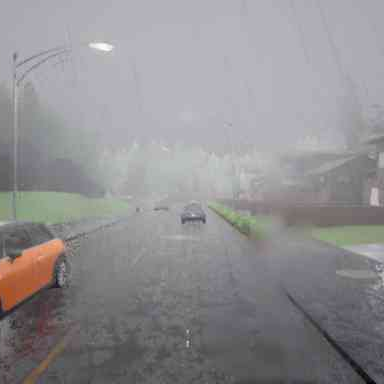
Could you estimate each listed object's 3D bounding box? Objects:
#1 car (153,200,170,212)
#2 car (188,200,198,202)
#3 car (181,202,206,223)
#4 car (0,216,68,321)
[{"bbox_3d":[-4.041,1.853,44.837,1.837,1.490,4.892,0,0,0],"label":"car"},{"bbox_3d":[0.145,1.925,50.978,1.812,1.442,4.674,0,-1,0],"label":"car"},{"bbox_3d":[0.119,1.782,27.792,1.994,1.385,4.181,0,0,0],"label":"car"},{"bbox_3d":[-4.096,1.402,6.303,2.097,1.767,4.553,0,0,0],"label":"car"}]
